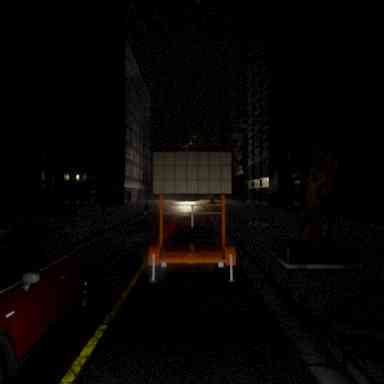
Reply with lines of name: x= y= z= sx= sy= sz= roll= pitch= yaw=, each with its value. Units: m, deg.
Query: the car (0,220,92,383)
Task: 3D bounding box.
car: x=-2.994 y=1.368 z=4.601 sx=2.097 sy=1.767 sz=4.553 roll=0 pitch=0 yaw=0

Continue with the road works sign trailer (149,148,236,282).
road works sign trailer: x=0.012 y=0.499 z=9.881 sx=2.380 sy=3.560 sz=2.880 roll=0 pitch=0 yaw=0
